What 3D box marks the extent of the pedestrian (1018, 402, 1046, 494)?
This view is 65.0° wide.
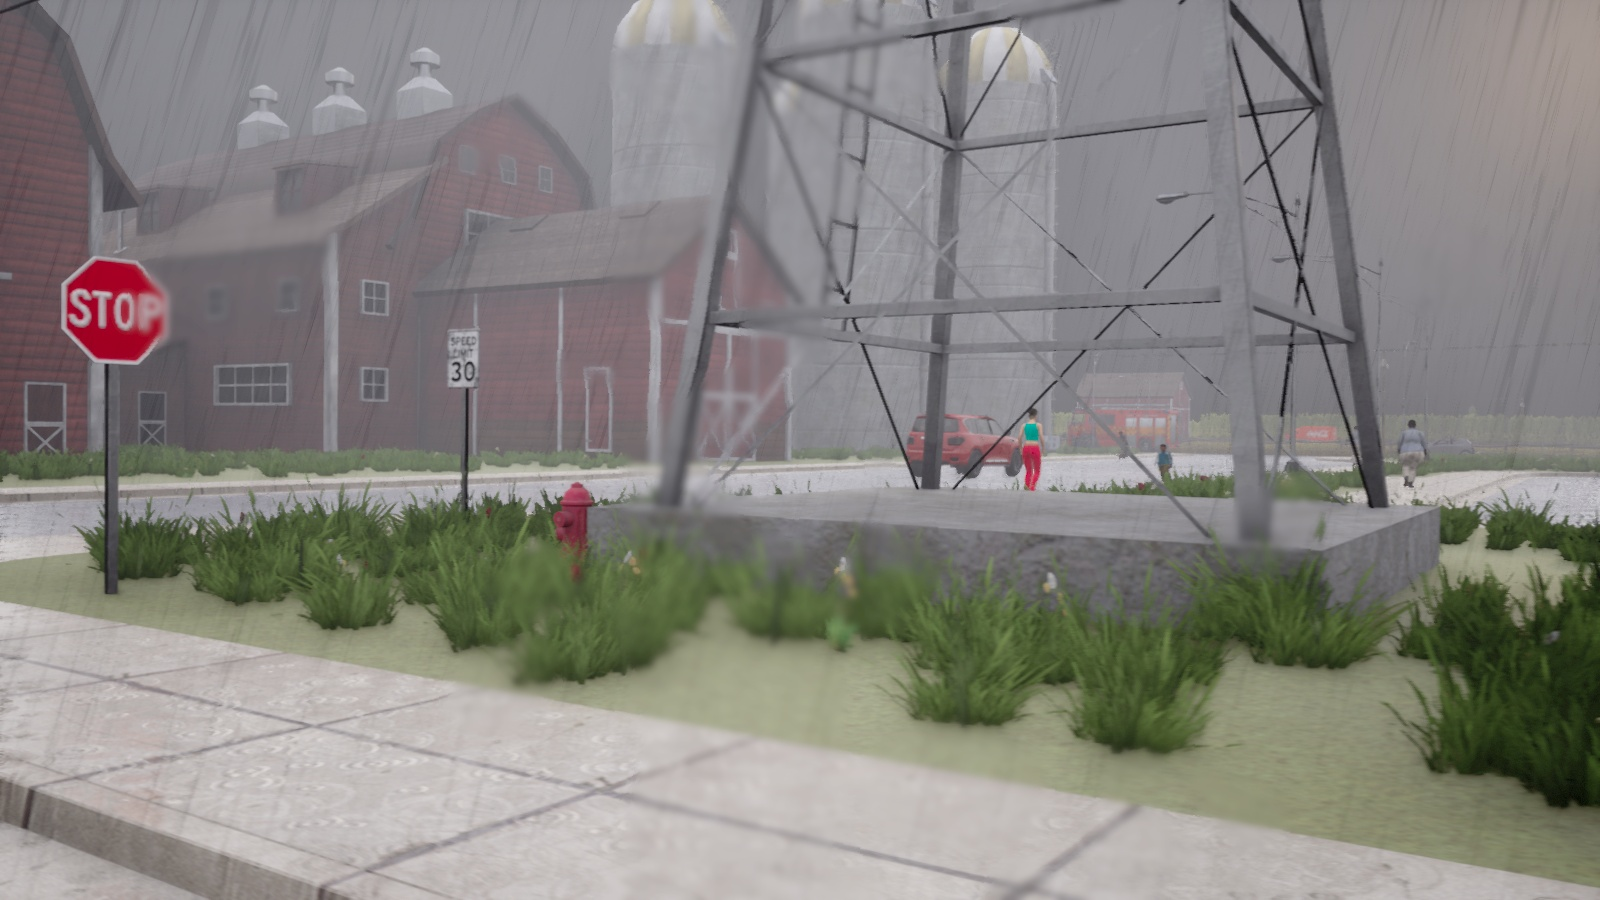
[{"bbox_3d":[4.663,-0.044,25.203,0.345,1.836,0.594,0,1,33],"label":"pedestrian"}]

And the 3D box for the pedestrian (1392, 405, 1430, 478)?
[{"bbox_3d":[15.868,-0.223,32.617,0.874,1.855,0.900,0,1,25],"label":"pedestrian"}]

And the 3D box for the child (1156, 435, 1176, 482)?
[{"bbox_3d":[9.221,0.208,31.658,0.343,1.192,0.448,0,1,38],"label":"child"}]

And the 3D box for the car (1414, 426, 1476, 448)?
[{"bbox_3d":[44.608,-0.892,86.835,3.633,1.501,1.845,0,1,33],"label":"car"}]

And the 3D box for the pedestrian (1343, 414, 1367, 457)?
[{"bbox_3d":[24.761,-0.648,56.018,0.874,1.855,0.900,0,1,32],"label":"pedestrian"}]

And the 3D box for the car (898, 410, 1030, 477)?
[{"bbox_3d":[5.514,-0.248,41.500,2.150,2.045,5.566,0,1,33],"label":"car"}]
